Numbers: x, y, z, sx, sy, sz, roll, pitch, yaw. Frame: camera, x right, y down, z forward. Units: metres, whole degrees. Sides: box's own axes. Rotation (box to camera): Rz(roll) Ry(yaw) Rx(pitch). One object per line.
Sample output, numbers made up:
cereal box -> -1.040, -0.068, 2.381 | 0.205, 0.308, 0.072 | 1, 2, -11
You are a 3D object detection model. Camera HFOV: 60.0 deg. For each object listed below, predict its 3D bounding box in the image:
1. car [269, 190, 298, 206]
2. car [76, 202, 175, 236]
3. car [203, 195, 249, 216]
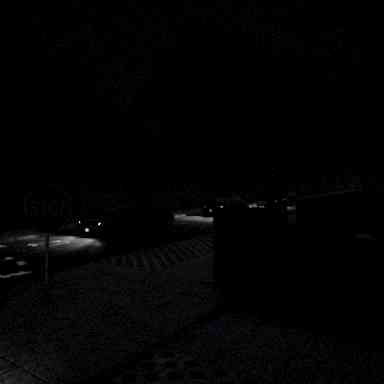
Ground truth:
car -> 9.640, 0.621, 34.773 | 1.837, 1.490, 4.892 | 0, 1, 36
car -> -3.113, 1.232, 16.886 | 2.033, 1.411, 5.357 | 0, 1, 36
car -> 2.649, 0.957, 24.977 | 1.812, 1.442, 4.674 | 0, 1, 36
